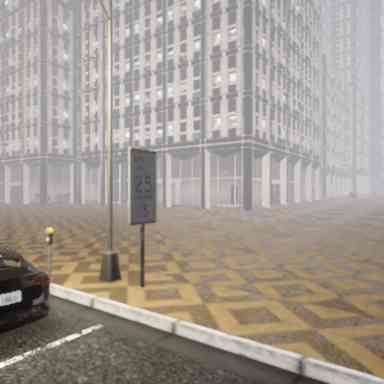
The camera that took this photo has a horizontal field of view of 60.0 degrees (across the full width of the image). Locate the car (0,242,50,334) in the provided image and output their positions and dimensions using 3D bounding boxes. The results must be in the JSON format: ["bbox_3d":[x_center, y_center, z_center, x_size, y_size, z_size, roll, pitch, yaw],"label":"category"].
[{"bbox_3d":[-4.279,1.539,5.929,4.313,1.339,1.947,0,0,36],"label":"car"}]
